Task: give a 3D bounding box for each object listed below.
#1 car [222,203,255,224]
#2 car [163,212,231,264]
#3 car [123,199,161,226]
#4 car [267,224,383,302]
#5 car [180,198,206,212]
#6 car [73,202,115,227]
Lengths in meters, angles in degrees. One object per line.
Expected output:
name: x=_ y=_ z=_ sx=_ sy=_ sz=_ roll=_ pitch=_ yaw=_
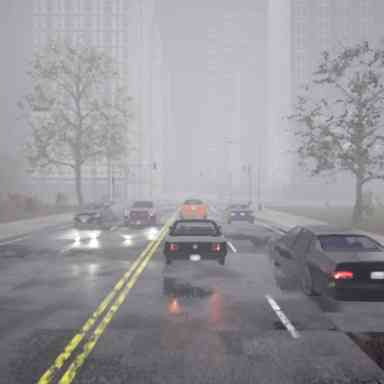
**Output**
car: x=3.353 y=1.520 z=24.555 sx=2.033 sy=1.411 sz=5.357 roll=0 pitch=0 yaw=0
car: x=0.100 y=1.590 z=11.713 sx=1.895 sy=1.301 sz=4.718 roll=0 pitch=0 yaw=0
car: x=-3.337 y=1.328 z=23.038 sx=2.097 sy=1.767 sz=4.553 roll=0 pitch=0 yaw=0
car: x=3.343 y=1.540 z=8.452 sx=2.033 sy=1.411 sz=5.357 roll=0 pitch=0 yaw=0
car: x=0.105 y=1.320 z=28.349 sx=2.097 sy=1.767 sz=4.553 roll=0 pitch=0 yaw=0
car: x=-6.588 y=1.468 z=22.795 sx=2.128 sy=1.511 sz=4.902 roll=0 pitch=0 yaw=0
